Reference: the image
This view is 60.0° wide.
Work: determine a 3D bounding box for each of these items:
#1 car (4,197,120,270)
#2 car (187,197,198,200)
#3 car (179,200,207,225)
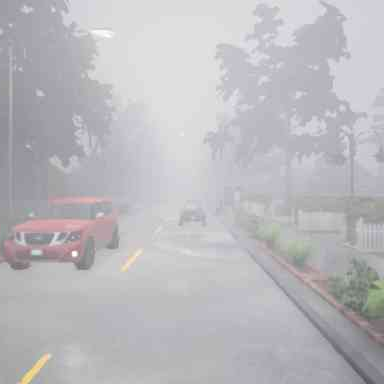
[{"bbox_3d":[-4.011,1.215,11.387,2.150,2.045,5.566,0,0,0],"label":"car"},{"bbox_3d":[0.096,1.474,42.756,1.837,1.490,4.892,0,0,0],"label":"car"},{"bbox_3d":[0.068,1.508,23.597,1.812,1.442,4.674,0,0,0],"label":"car"}]
